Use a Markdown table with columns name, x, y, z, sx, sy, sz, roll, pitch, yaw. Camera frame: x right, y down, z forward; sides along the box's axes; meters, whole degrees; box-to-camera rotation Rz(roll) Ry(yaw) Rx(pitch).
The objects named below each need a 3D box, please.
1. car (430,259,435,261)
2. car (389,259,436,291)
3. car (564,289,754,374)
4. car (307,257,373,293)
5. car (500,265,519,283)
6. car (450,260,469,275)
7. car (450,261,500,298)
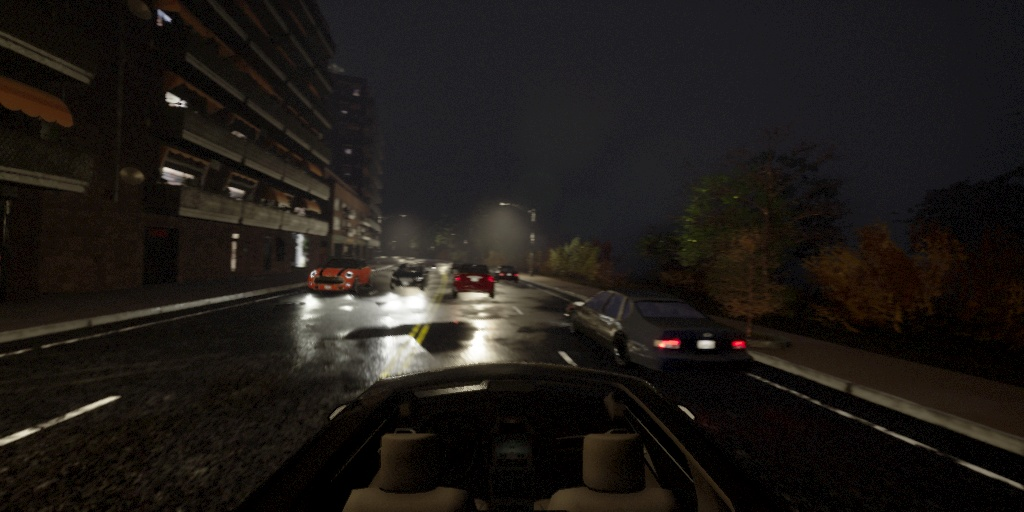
| name | x | y | z | sx | sy | sz | roll | pitch | yaw |
| --- | --- | --- | --- | --- | --- | --- | --- | --- | --- |
| car | -13.757 | 1.164 | 60.551 | 2.033 | 1.411 | 5.357 | 3 | 0 | -13 |
| car | -5.846 | 1.148 | 20.883 | 2.128 | 1.511 | 4.902 | 3 | -1 | -9 |
| car | 2.772 | 1.469 | 8.220 | 2.033 | 1.411 | 5.357 | 3 | 0 | -8 |
| car | -8.793 | 0.865 | 18.737 | 2.097 | 1.767 | 4.553 | 2 | 0 | -9 |
| car | -0.663 | 1.500 | 30.385 | 2.033 | 1.411 | 5.357 | 3 | 0 | -10 |
| car | -6.243 | 1.284 | 42.355 | 1.882 | 1.535 | 5.008 | 3 | 0 | -11 |
| car | -2.115 | 1.153 | 19.282 | 2.097 | 1.767 | 4.553 | 2 | -1 | -9 |
